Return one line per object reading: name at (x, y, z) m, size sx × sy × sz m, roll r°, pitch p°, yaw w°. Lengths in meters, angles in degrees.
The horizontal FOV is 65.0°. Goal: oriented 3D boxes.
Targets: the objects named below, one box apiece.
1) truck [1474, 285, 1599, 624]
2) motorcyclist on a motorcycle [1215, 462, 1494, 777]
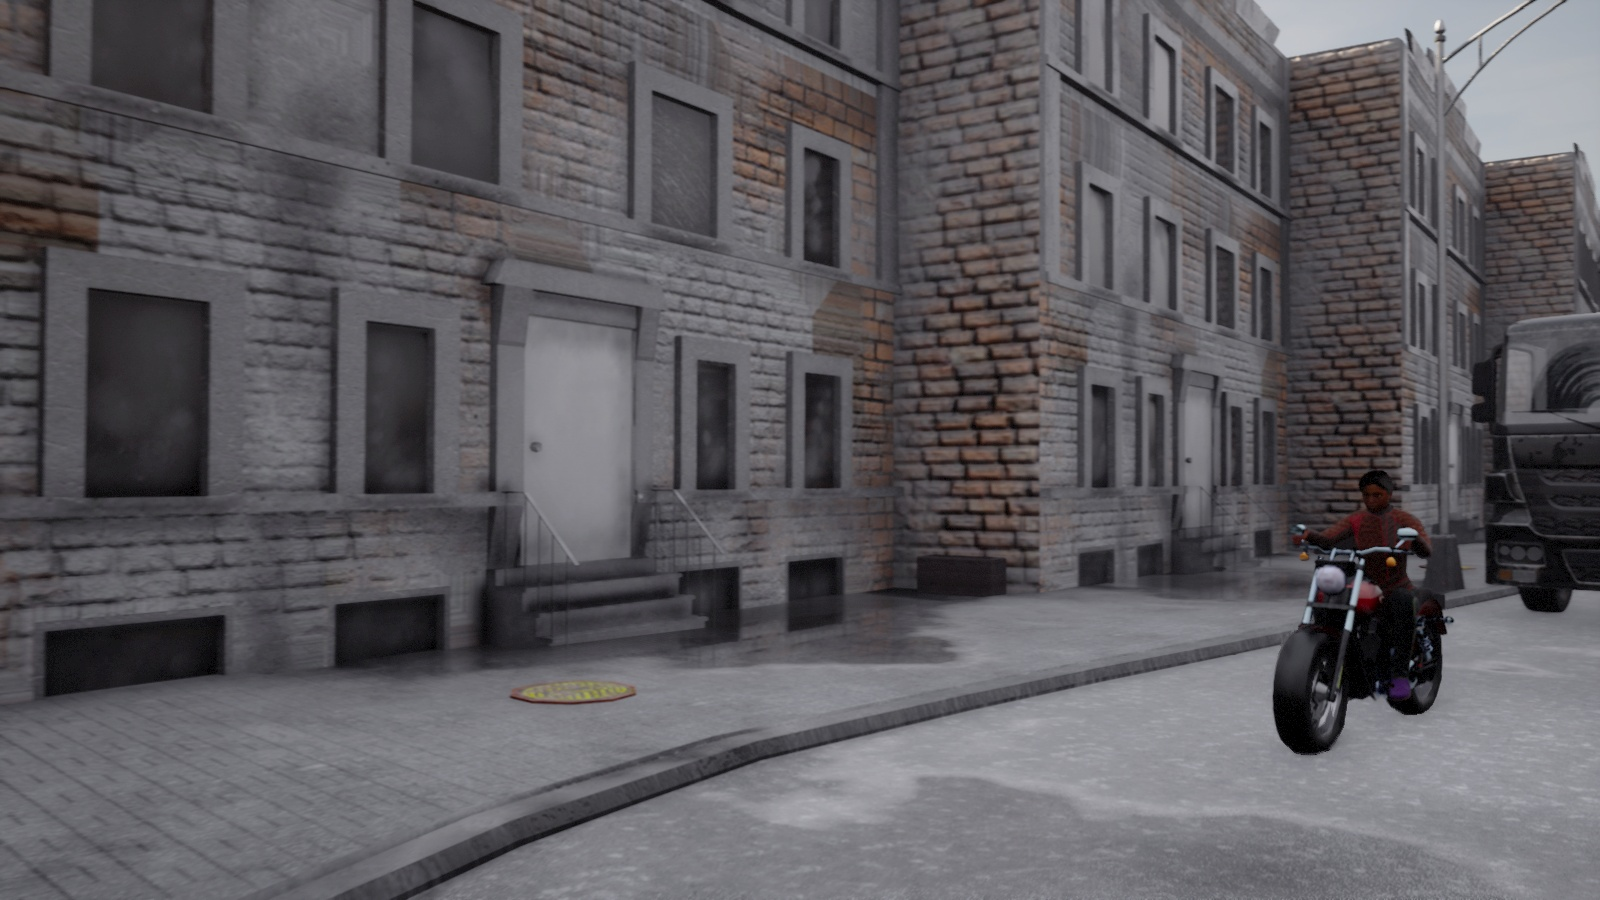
truck at (11.187, 0.087, 15.401) m, size 7.936 × 3.462 × 2.891 m, roll 1°, pitch -2°, yaw -45°
motorcyclist on a motorcycle at (3.472, 0.905, 7.722) m, size 0.766 × 1.649 × 2.350 m, roll -1°, pitch -1°, yaw 45°
